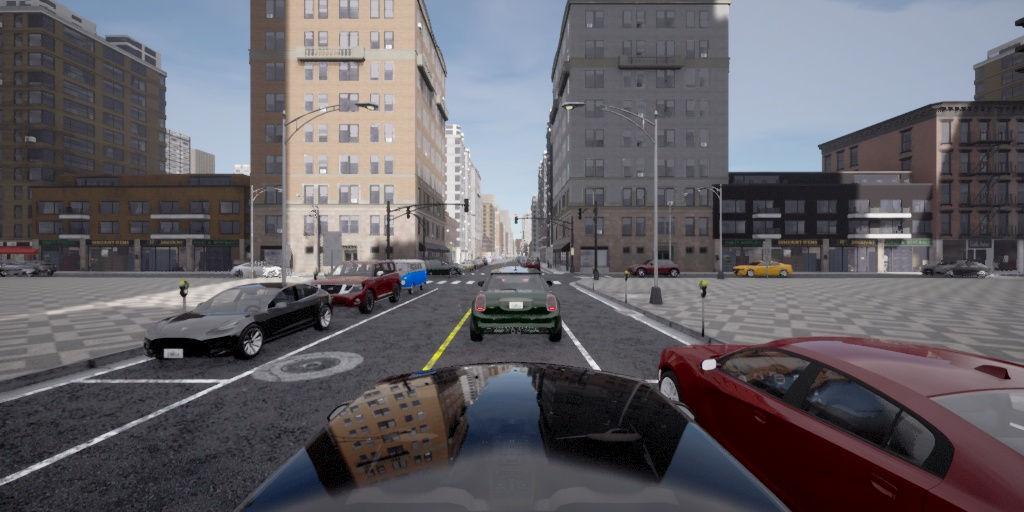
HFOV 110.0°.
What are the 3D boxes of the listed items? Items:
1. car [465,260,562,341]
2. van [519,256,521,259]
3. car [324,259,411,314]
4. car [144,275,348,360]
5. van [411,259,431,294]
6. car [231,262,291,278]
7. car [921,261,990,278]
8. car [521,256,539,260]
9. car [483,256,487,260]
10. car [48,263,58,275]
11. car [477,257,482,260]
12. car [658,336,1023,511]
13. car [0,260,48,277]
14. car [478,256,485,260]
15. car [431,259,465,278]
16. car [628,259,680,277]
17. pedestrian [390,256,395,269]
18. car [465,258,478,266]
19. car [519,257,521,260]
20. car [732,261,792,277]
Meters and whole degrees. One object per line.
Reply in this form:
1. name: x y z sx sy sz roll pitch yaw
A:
1. car: 0.090 1.102 10.005 2.097 1.767 4.553 0 0 0
2. van: 2.608 0.981 63.639 1.690 1.789 3.998 0 0 0
3. car: -5.870 1.064 14.029 2.192 1.841 5.009 0 0 0
4. car: -5.864 1.315 8.388 1.948 1.339 4.313 0 0 0
5. van: -5.875 1.088 19.670 1.690 1.789 3.998 0 0 0
6. car: -22.025 1.233 31.529 4.674 1.442 1.812 0 0 1
7. car: 41.741 1.235 33.783 4.892 1.490 1.837 1 0 1
8. car: 2.625 1.001 46.669 2.192 1.841 5.009 0 0 0
9. car: -5.918 1.165 63.483 1.751 1.417 4.829 0 0 0
10. car: -47.586 1.184 35.045 4.902 1.511 2.128 0 0 1
11. car: -5.907 1.237 52.343 1.948 1.339 4.313 0 0 0
12. car: 2.667 1.295 2.731 1.888 1.381 4.507 0 0 0
13. car: -45.290 1.192 31.899 4.902 1.511 2.128 0 0 1
14. car: -5.912 1.181 57.828 1.751 1.417 4.829 0 0 0
15. car: -6.901 1.056 32.918 4.553 1.767 2.097 0 0 -13
16. car: 13.427 1.059 34.229 4.553 1.767 2.097 0 0 1
17. pedestrian: -12.586 0.845 37.629 0.375 1.860 0.375 0 0 1
18. car: -5.901 1.211 46.518 1.751 1.417 4.829 0 0 0
19. car: 2.613 1.201 57.981 1.888 1.381 4.507 0 0 0
20. car: 23.690 1.190 34.074 5.008 1.535 1.882 0 0 1
